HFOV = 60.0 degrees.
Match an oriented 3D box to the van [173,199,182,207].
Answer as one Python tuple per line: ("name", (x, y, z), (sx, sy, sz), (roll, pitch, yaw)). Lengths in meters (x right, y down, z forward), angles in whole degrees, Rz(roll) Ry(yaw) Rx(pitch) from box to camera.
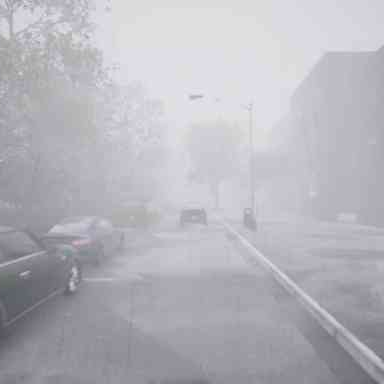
("van", (-3.613, 2.818, 84.005), (1.878, 1.987, 4.442), (1, -1, 2))

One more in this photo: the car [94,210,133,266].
("car", (-3.651, 1.557, 11.516), (2.002, 1.452, 4.674), (0, 0, 2))

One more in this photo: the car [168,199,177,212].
("car", (-3.628, 1.920, 44.933), (2.163, 1.488, 4.792), (1, -2, 2))

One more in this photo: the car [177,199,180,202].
("car", (-3.628, 2.226, 56.038), (2.097, 1.535, 5.008), (1, -2, 2))

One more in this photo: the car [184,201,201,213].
("car", (0.107, 1.886, 42.567), (2.033, 1.411, 5.357), (0, -2, 0))

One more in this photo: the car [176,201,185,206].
("car", (-3.388, 3.336, 95.248), (2.231, 1.521, 4.892), (0, -1, 2))

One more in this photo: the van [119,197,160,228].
("van", (-3.645, 1.327, 22.778), (1.878, 1.987, 4.442), (0, 0, 2))

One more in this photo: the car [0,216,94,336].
("car", (-3.653, 1.374, 5.917), (2.185, 1.767, 4.553), (0, 0, 2))

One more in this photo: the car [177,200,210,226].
("car", (0.106, 1.556, 24.429), (1.882, 1.535, 5.008), (0, 0, 0))

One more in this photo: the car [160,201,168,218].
("car", (-3.650, 1.445, 28.200), (2.185, 1.767, 4.553), (0, 0, 2))

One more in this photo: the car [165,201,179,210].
("car", (-3.634, 2.394, 61.597), (2.097, 1.535, 5.008), (0, -1, 2))

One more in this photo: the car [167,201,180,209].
("car", (-3.636, 2.594, 67.200), (2.163, 1.488, 4.792), (0, -1, 2))
